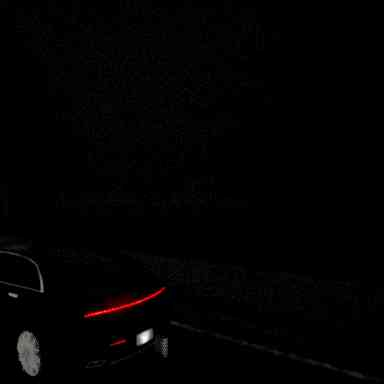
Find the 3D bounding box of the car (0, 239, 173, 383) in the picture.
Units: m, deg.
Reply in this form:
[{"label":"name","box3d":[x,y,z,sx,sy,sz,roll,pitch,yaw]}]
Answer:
[{"label":"car","box3d":[-2.550,1.559,5.505,4.892,1.490,1.837,-1,0,36]}]
